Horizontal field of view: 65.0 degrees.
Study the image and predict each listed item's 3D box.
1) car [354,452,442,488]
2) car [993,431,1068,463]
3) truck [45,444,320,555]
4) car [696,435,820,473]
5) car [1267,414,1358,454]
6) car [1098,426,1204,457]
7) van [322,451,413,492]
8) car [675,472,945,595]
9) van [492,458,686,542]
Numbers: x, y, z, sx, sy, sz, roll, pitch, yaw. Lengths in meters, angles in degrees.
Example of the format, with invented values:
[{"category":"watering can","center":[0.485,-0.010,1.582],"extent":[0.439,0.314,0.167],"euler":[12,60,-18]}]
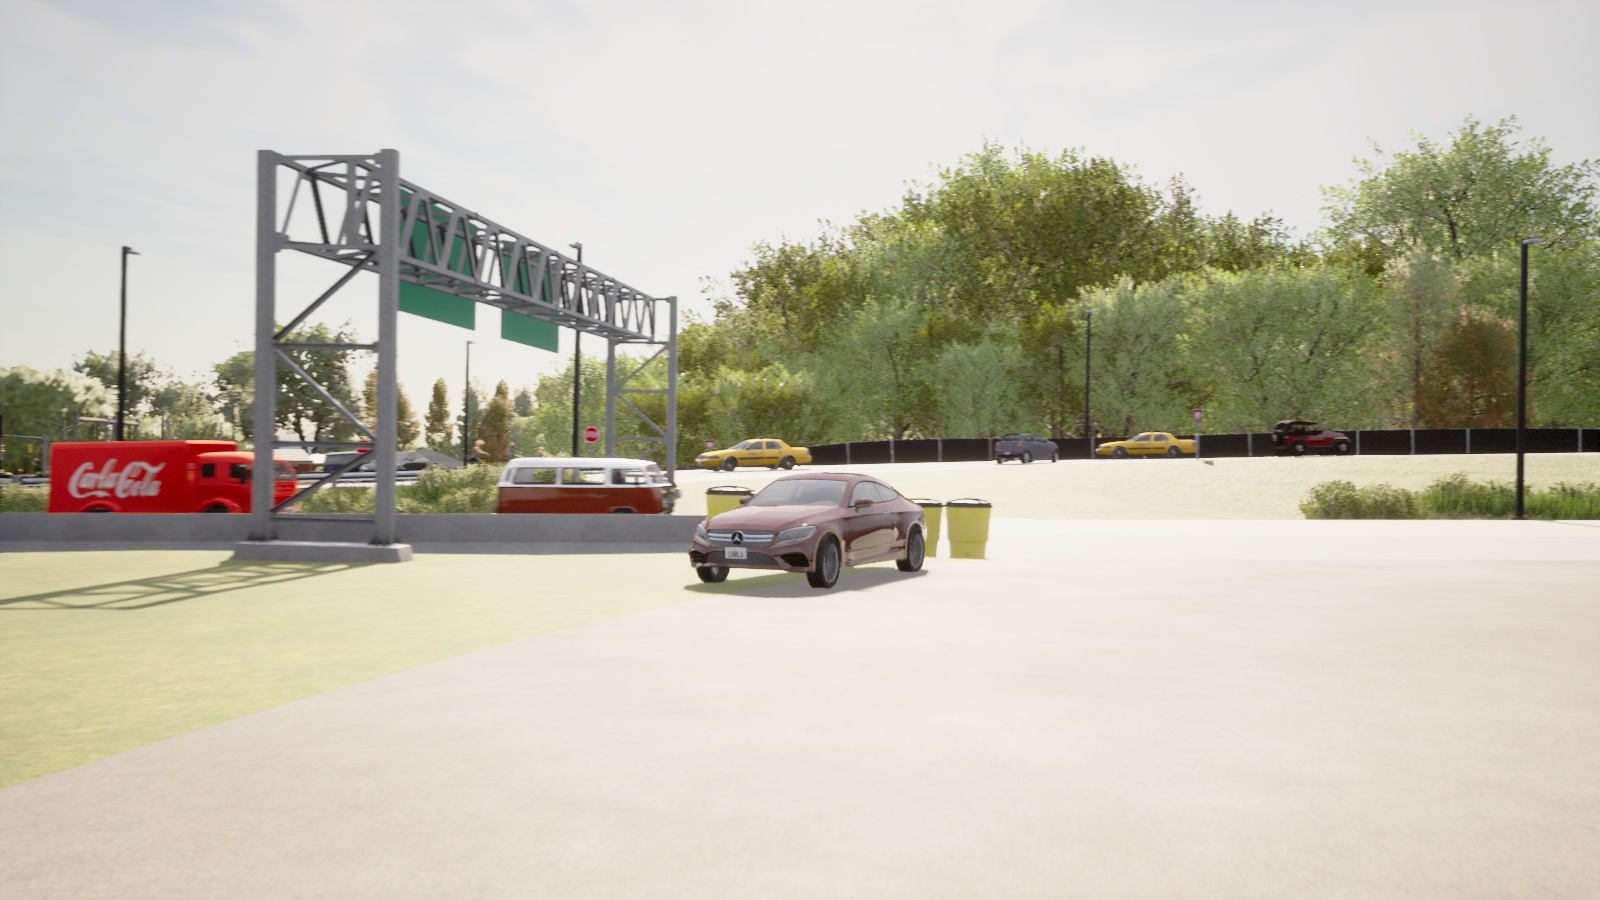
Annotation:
[{"category":"car","center":[-18.832,0.945,59.069],"extent":[2.163,1.488,4.792],"euler":[-3,-1,6]},{"category":"car","center":[11.321,-0.149,61.620],"extent":[1.845,1.501,3.633],"euler":[-1,0,45]},{"category":"truck","center":[-14.428,1.134,29.579],"extent":[5.204,2.467,2.627],"euler":[-1,0,6]},{"category":"car","center":[-1.899,0.170,57.531],"extent":[5.366,1.575,1.801],"euler":[-2,1,-27]},{"category":"car","center":[26.427,-0.812,64.784],"extent":[3.866,1.878,1.905],"euler":[-2,0,-5]},{"category":"car","center":[19.390,-0.457,69.489],"extent":[5.366,1.575,1.801],"euler":[-1,0,5]},{"category":"van","center":[-24.458,1.212,71.038],"extent":[4.442,1.987,1.775],"euler":[-4,-1,7]},{"category":"car","center":[0.314,1.035,17.370],"extent":[1.812,1.442,4.674],"euler":[-1,-1,27]},{"category":"van","center":[-5.333,1.253,32.115],"extent":[4.480,2.038,2.069],"euler":[-1,0,6]}]
